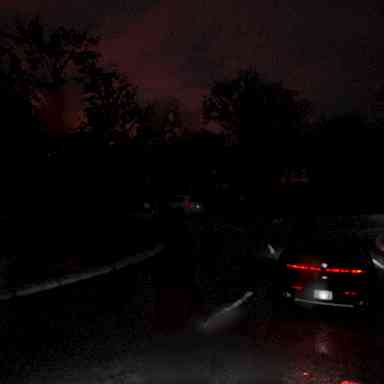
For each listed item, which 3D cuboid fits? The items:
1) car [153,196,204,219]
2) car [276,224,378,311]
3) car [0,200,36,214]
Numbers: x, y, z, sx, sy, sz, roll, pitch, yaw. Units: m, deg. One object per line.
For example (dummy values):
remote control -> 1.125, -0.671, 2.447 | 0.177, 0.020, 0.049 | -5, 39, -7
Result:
car -> -1.351, 1.354, 31.499 | 2.150, 2.045, 5.566 | 0, 0, -45
car -> 3.218, 1.545, 8.011 | 1.837, 1.490, 4.892 | 0, 0, 23
car -> -18.811, 1.538, 34.372 | 4.902, 1.511, 2.128 | -1, 0, -6
